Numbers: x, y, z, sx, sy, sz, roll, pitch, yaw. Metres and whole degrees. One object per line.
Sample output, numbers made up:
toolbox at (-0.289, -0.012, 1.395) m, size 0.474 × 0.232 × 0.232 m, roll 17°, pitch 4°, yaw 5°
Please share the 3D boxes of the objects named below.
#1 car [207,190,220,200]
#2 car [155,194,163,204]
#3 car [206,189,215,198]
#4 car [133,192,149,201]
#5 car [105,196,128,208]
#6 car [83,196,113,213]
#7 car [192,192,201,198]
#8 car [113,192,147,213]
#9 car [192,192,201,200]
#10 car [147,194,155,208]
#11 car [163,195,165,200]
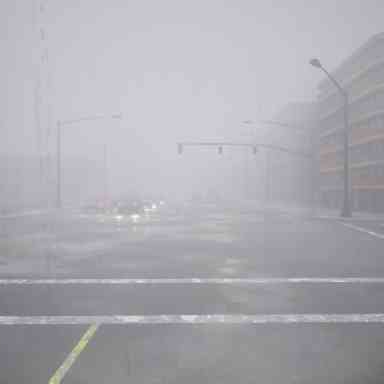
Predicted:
car at (4.487, 0.919, 65.903) m, size 1.994 × 1.385 × 4.181 m, roll 0°, pitch 1°, yaw 0°
car at (-6.253, 1.080, 52.650) m, size 2.128 × 1.511 × 4.902 m, roll 0°, pitch 1°, yaw 0°
car at (4.421, 0.425, 75.886) m, size 2.150 × 2.045 × 5.566 m, roll 0°, pitch 1°, yaw 0°
car at (-9.674, 0.896, 63.169) m, size 2.128 × 1.511 × 4.902 m, roll 0°, pitch 1°, yaw 1°
car at (-9.789, 1.314, 43.473) m, size 1.994 × 1.385 × 4.181 m, roll 0°, pitch 1°, yaw 0°
car at (-9.818, 1.225, 34.831) m, size 2.097 × 1.767 × 4.553 m, roll 0°, pitch 1°, yaw 0°
car at (0.919, 0.649, 75.735) m, size 2.033 × 1.411 × 5.357 m, roll 0°, pitch 1°, yaw 0°
car at (-6.320, 1.226, 34.486) m, size 2.097 × 1.767 × 4.553 m, roll 0°, pitch 1°, yaw 0°
car at (0.885, 0.959, 65.759) m, size 1.895 × 1.301 × 4.718 m, roll 0°, pitch 1°, yaw 0°
car at (-6.289, 1.277, 43.369) m, size 1.812 × 1.442 × 4.674 m, roll 0°, pitch 1°, yaw 0°
car at (-6.180, 1.012, 62.779) m, size 1.895 × 1.301 × 4.718 m, roll 0°, pitch 1°, yaw 1°
